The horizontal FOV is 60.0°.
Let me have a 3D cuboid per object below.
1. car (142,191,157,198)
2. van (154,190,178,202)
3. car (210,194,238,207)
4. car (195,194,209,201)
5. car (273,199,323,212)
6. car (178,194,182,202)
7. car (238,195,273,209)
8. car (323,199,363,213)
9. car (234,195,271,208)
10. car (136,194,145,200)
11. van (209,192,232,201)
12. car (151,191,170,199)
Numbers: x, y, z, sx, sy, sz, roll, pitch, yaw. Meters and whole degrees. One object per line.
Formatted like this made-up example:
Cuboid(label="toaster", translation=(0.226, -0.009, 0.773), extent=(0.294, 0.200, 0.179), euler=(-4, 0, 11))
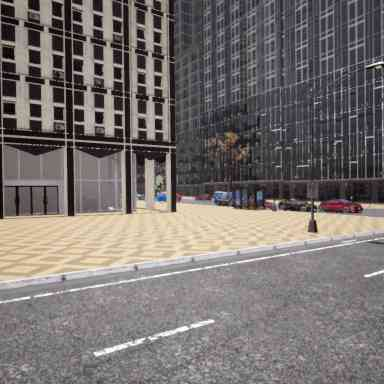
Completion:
Cuboid(label="car", translation=(-10.582, 0.686, 82.464), extent=(1.967, 1.590, 4.097), euler=(0, 1, -34))
Cuboid(label="van", translation=(-4.714, 0.937, 58.956), extent=(1.690, 1.788, 3.998), euler=(0, 1, -34))
Cuboid(label="car", translation=(4.837, 1.319, 44.836), extent=(1.947, 1.339, 4.313), euler=(0, 1, -34))
Cuboid(label="car", translation=(2.213, 1.043, 63.673), extent=(1.802, 1.307, 4.206), euler=(0, 1, -34))
Cuboid(label="car", translation=(11.171, 1.424, 35.395), extent=(1.947, 1.339, 4.313), euler=(0, 1, -34))
Cuboid(label="car", translation=(-4.081, 0.732, 62.780), extent=(2.150, 2.045, 5.566), euler=(-1, 1, -34))
Cuboid(label="car", translation=(7.987, 1.388, 40.105), extent=(1.802, 1.307, 4.206), euler=(0, 1, -34))
Cuboid(label="car", translation=(15.258, 1.408, 34.211), extent=(1.994, 1.385, 4.181), euler=(-1, 1, -34))
Cuboid(label="car", translation=(8.082, 1.206, 44.752), extent=(1.882, 1.535, 5.008), euler=(-1, 2, -34))
Cuboid(label="car", translation=(-11.112, 1.039, 68.354), extent=(2.008, 1.369, 4.403), euler=(0, 1, -34))
Cuboid(label="van", translation=(5.411, 0.855, 58.972), extent=(1.690, 1.788, 3.998), euler=(0, 1, -34))
Cuboid(label="car", translation=(-7.383, 0.615, 77.764), extent=(2.192, 1.841, 5.009), euler=(0, 1, -34))
